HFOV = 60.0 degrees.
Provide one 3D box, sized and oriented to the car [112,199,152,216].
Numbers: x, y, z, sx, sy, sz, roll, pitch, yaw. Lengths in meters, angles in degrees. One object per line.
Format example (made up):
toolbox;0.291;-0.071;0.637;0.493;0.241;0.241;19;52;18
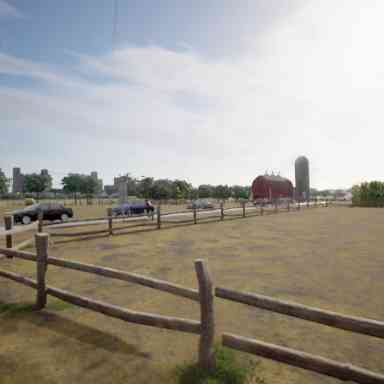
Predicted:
car;-6.011;1.493;33.363;2.097;1.767;4.553;-2;-1;35

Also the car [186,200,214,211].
car;1.041;1.721;43.281;1.994;1.385;4.181;-2;-1;35

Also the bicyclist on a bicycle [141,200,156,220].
bicyclist on a bicycle;-3.520;1.441;26.527;1.656;1.620;0.582;0;0;35

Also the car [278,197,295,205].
car;17.281;1.712;61.110;2.033;1.411;5.357;-2;-2;34

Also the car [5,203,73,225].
car;-11.591;1.604;25.470;1.882;1.535;5.008;-2;-1;35

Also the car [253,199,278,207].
car;11.526;1.704;53.005;1.895;1.301;4.718;-2;-2;35
